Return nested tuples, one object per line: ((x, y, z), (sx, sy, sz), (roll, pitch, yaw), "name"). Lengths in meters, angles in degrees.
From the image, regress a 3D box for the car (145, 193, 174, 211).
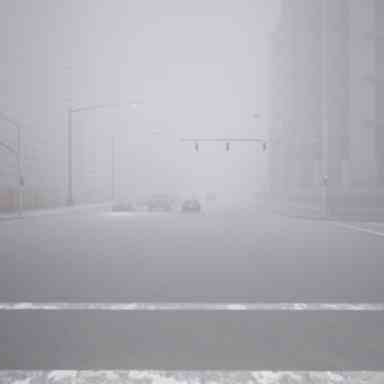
((-3.711, 1.094, 38.684), (2.150, 2.045, 5.566), (0, 0, 1), "car")

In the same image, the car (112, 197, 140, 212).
((-7.254, 1.444, 36.104), (1.994, 1.385, 4.181), (0, 0, 1), "car")

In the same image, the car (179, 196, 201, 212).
((-0.052, 1.442, 36.698), (1.994, 1.385, 4.181), (0, 0, 1), "car")

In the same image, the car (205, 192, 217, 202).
((3.792, 1.004, 65.912), (2.150, 2.045, 5.566), (0, 0, 1), "car")

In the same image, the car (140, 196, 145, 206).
((-7.057, 1.316, 48.991), (1.882, 1.535, 5.008), (0, 0, 1), "car")

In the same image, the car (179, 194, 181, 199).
((-3.215, 1.134, 66.216), (2.097, 1.767, 4.553), (0, 0, 1), "car")

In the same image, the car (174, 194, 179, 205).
((-3.523, 1.335, 50.722), (1.837, 1.490, 4.892), (0, 1, 1), "car")

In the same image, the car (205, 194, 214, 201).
((3.958, 1.163, 76.525), (1.837, 1.490, 4.892), (0, 0, 1), "car")

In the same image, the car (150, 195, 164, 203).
((-6.755, 1.347, 64.513), (1.994, 1.385, 4.181), (0, 0, 2), "car")
